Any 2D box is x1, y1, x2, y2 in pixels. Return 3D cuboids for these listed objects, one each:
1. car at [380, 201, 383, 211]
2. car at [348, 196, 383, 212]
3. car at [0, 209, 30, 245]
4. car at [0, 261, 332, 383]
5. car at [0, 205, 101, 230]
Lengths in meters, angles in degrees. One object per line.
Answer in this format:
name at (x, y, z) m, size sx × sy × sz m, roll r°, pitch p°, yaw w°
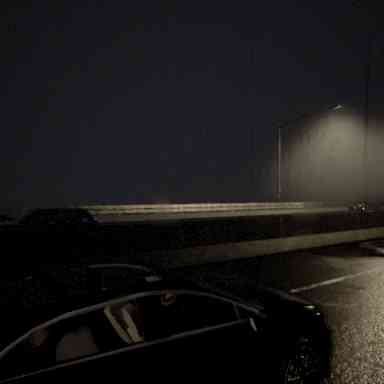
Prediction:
car at (24.115, 1.921, 38.349) m, size 4.718 × 1.301 × 1.895 m, roll 1°, pitch 0°, yaw -35°
car at (21.400, 1.537, 40.708) m, size 5.566 × 2.045 × 2.150 m, roll 1°, pitch 0°, yaw -35°
car at (-9.680, 1.527, 14.284) m, size 4.674 × 1.442 × 1.812 m, roll 1°, pitch 0°, yaw -35°
car at (-0.552, 1.502, 3.353) m, size 4.902 × 1.511 × 2.128 m, roll 1°, pitch 0°, yaw -35°
car at (-5.794, 1.371, 12.757) m, size 4.553 × 1.767 × 2.097 m, roll 1°, pitch 0°, yaw -35°
